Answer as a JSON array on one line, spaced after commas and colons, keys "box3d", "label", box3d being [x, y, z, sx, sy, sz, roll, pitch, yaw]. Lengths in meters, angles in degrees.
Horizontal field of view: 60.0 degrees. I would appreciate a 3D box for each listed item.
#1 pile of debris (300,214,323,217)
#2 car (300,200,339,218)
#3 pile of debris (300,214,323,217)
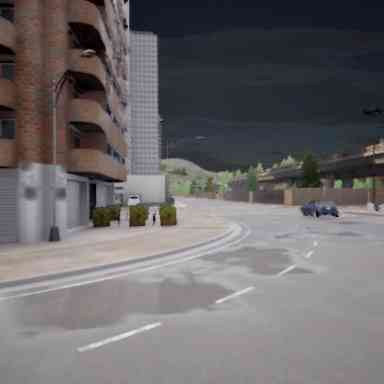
[{"box3d": [12.050, 2.347, 33.625, 1.500, 0.140, 1.860, 0, 0, -5], "label": "pile of debris"}, {"box3d": [12.162, 1.510, 32.047, 2.097, 1.767, 4.553, 0, 0, -3], "label": "car"}, {"box3d": [12.050, 2.347, 33.625, 1.500, 0.140, 1.860, 0, 0, -5], "label": "pile of debris"}]
